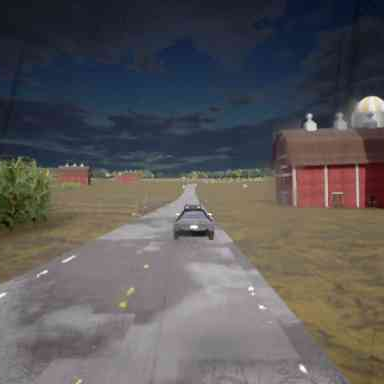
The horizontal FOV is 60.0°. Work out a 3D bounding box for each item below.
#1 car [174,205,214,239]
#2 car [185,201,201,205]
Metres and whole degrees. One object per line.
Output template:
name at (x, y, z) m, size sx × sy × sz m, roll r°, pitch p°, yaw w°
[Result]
car at (0.094, 1.583, 17.309) m, size 1.994 × 1.385 × 4.181 m, roll 0°, pitch 0°, yaw 0°
car at (0.083, 1.695, 37.417) m, size 1.895 × 1.301 × 4.718 m, roll 0°, pitch 0°, yaw 0°
